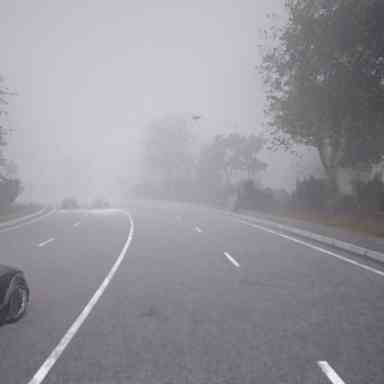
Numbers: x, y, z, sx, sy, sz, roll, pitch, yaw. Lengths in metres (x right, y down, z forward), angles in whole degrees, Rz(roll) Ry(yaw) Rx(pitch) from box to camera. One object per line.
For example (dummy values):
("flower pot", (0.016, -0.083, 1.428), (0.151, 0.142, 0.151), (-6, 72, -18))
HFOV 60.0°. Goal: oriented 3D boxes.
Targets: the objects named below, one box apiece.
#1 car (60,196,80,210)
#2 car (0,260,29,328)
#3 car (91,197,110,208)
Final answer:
("car", (-14.671, 1.301, 40.087), (1.837, 1.490, 4.892), (-2, 0, -21))
("car", (-3.829, 1.536, 4.213), (1.994, 1.385, 4.181), (0, 1, -2))
("car", (-11.461, 1.289, 41.509), (1.895, 1.301, 4.718), (-2, 1, -21))
